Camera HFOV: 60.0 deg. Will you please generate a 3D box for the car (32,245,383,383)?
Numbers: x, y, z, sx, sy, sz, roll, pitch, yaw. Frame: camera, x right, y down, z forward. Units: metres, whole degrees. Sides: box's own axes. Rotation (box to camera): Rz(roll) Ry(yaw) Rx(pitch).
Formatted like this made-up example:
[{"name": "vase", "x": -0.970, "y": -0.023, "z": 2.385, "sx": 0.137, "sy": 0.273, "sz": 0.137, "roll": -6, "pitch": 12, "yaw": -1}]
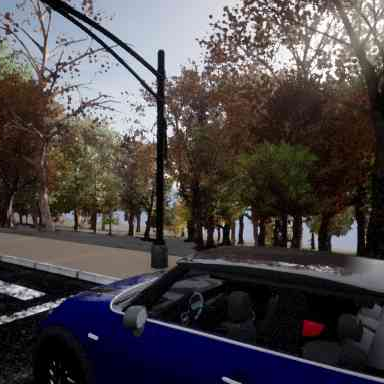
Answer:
[{"name": "car", "x": 0.432, "y": 1.352, "z": 3.349, "sx": 4.553, "sy": 1.767, "sz": 2.097, "roll": 0, "pitch": 0, "yaw": 34}]
